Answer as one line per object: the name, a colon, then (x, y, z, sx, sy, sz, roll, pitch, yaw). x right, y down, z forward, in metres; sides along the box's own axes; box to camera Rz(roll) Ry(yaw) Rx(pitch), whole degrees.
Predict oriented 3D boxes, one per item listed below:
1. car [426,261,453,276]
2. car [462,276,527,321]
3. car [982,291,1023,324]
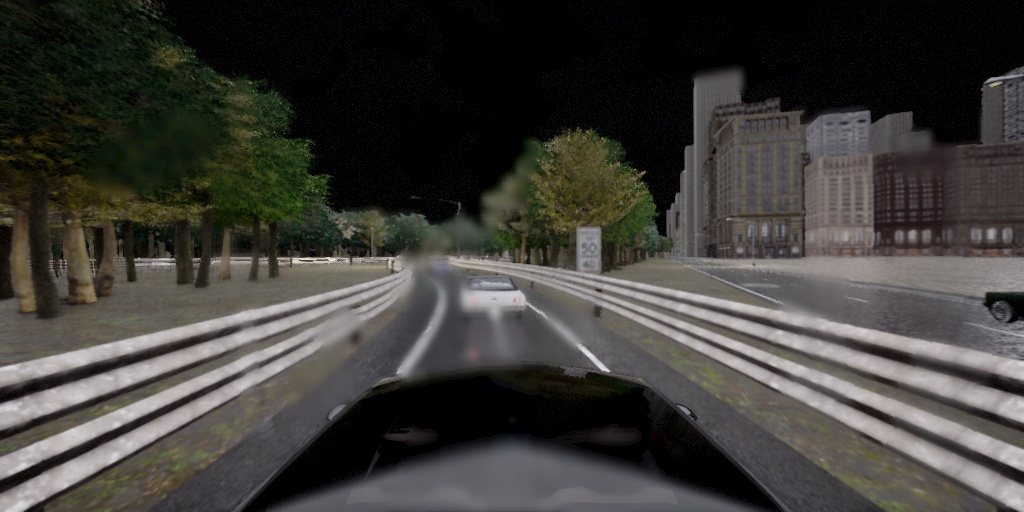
car: (-7.389, 1.171, 36.089, 2.033, 1.411, 5.357, 0, 1, -23)
car: (-0.785, 1.332, 12.511, 1.895, 1.301, 4.718, 0, 0, -8)
car: (14.298, 1.283, 8.551, 1.895, 1.301, 4.718, 0, 0, 22)
